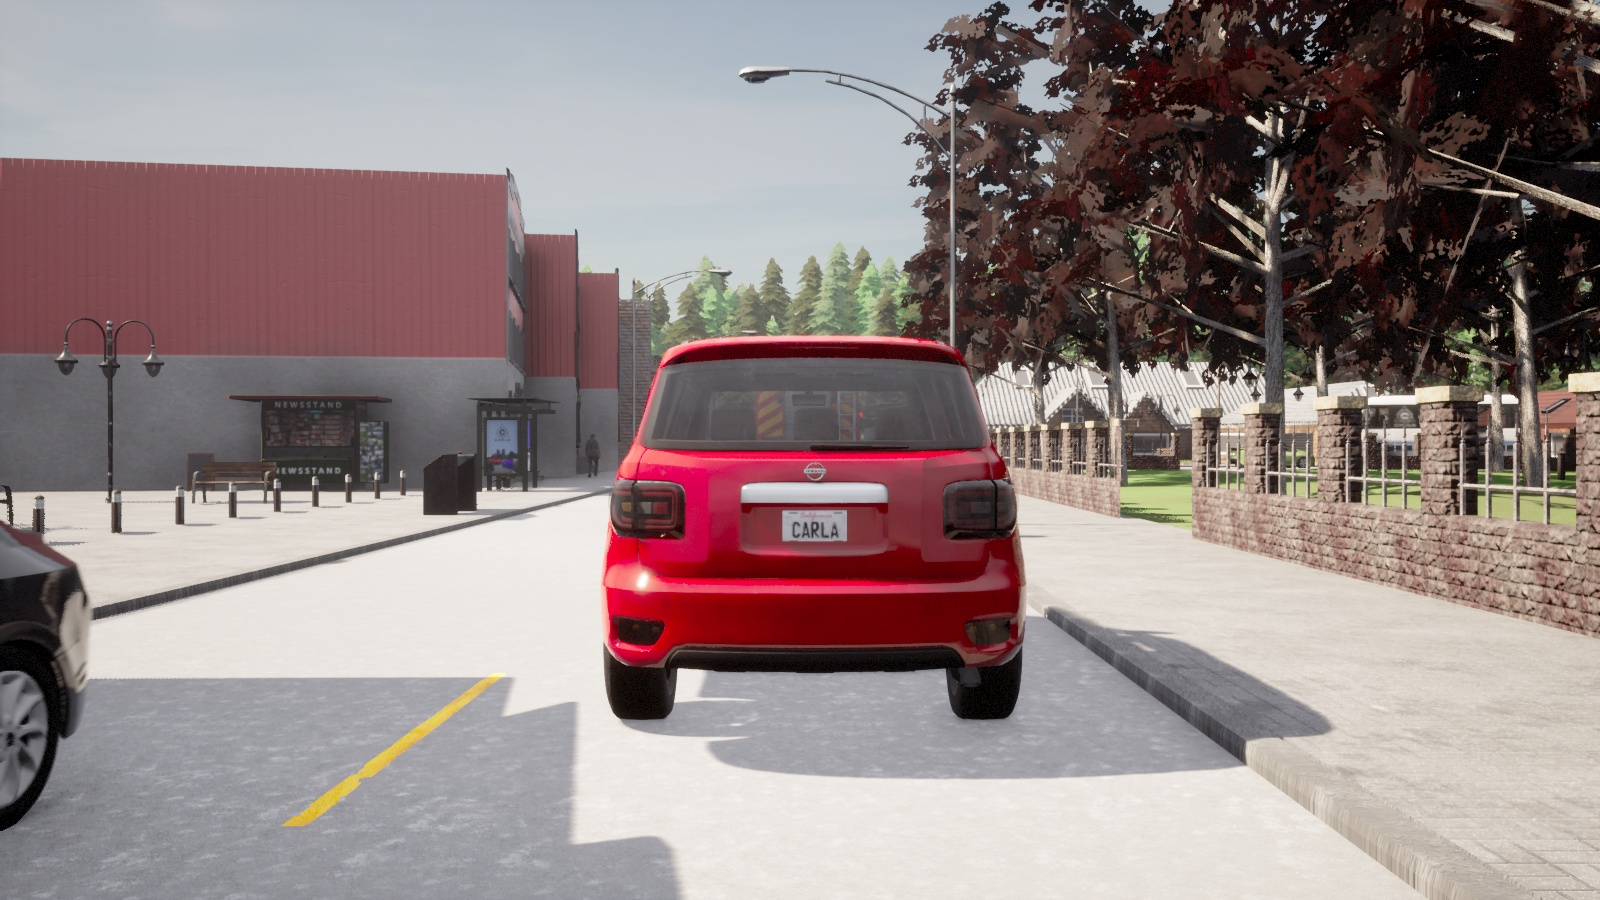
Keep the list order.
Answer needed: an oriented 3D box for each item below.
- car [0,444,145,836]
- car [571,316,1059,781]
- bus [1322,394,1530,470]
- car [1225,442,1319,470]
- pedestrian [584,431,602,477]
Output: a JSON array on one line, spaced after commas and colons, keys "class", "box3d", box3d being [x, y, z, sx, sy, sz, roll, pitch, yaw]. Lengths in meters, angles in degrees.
[{"class": "car", "box3d": [-3.966, 0.729, 3.372, 1.837, 1.490, 4.892, 0, 0, 0]}, {"class": "car", "box3d": [0.065, 0.419, 8.312, 2.150, 2.045, 5.566, 0, 0, 0]}, {"class": "bus", "box3d": [36.595, -1.018, 73.923, 10.273, 4.253, 3.944, 0, 0, 11]}, {"class": "car", "box3d": [26.317, 0.319, 70.087, 4.514, 1.525, 2.007, 0, 0, -1]}, {"class": "pedestrian", "box3d": [-8.376, 0.162, 50.887, 0.540, 1.848, 0.694, 0, 0, 9]}]
